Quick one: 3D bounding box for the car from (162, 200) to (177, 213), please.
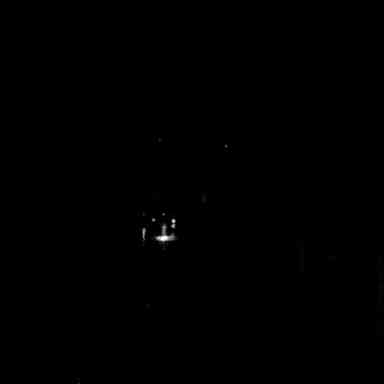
[{"bbox_3d":[-2.730,1.651,38.482,1.837,1.490,4.892,0,-1,0],"label":"car"}]

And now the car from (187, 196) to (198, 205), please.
[{"bbox_3d":[0.004,1.621,64.896,2.097,1.767,4.553,0,0,0],"label":"car"}]

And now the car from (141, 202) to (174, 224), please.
[{"bbox_3d":[-2.728,1.692,25.986,1.895,1.301,4.718,0,0,1],"label":"car"}]

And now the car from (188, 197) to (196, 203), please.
[{"bbox_3d":[-0.013,1.749,74.958,1.895,1.301,4.718,0,0,0],"label":"car"}]
